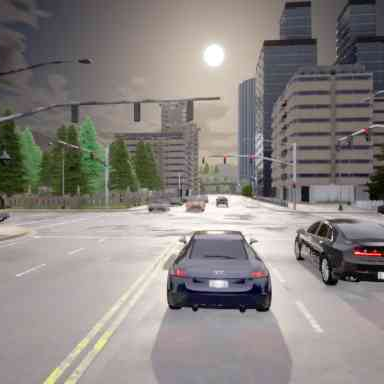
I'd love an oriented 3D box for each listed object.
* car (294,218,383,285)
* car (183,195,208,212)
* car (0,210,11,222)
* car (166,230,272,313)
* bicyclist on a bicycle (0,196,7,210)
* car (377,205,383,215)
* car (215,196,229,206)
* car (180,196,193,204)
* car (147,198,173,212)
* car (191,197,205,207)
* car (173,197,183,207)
[{"bbox_3d":[4.240,1.505,9.388,1.837,1.490,4.892,0,0,5],"label":"car"},{"bbox_3d":[0.337,1.351,38.152,2.097,1.767,4.553,0,0,-2],"label":"car"},{"bbox_3d":[-15.744,1.601,23.946,4.718,1.301,1.895,0,0,5],"label":"car"},{"bbox_3d":[0.607,1.564,7.773,1.994,1.385,4.181,0,0,4],"label":"car"},{"bbox_3d":[-22.282,1.301,39.028,0.582,1.620,1.656,0,0,5],"label":"bicyclist on a bicycle"},{"bbox_3d":[20.390,1.478,31.649,5.008,1.535,1.882,0,0,5],"label":"car"},{"bbox_3d":[4.894,1.505,54.165,1.837,1.490,4.892,0,0,5],"label":"car"},{"bbox_3d":[-1.082,1.547,67.807,2.033,1.411,5.357,0,0,5],"label":"car"},{"bbox_3d":[-3.724,1.601,37.969,1.895,1.301,4.718,0,0,5],"label":"car"},{"bbox_3d":[1.017,1.505,52.116,1.837,1.490,4.892,0,0,5],"label":"car"},{"bbox_3d":[-2.503,1.547,52.060,2.033,1.411,5.357,0,0,5],"label":"car"}]
